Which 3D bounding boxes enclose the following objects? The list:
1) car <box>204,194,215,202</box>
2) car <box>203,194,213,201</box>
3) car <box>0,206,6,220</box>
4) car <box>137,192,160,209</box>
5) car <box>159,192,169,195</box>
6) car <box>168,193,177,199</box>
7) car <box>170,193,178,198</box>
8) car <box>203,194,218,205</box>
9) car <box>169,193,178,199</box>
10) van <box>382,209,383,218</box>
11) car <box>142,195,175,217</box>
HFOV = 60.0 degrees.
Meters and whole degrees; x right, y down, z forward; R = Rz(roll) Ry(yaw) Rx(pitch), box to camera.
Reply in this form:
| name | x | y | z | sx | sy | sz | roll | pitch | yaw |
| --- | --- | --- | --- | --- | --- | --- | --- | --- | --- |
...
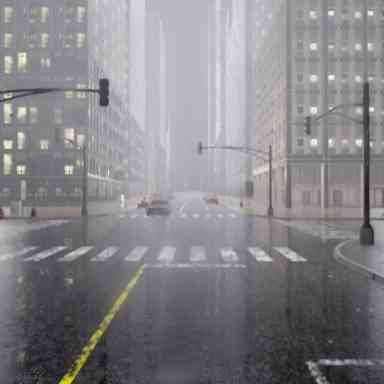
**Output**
| name | x | y | z | sx | sy | sz | roll | pitch | yaw |
| --- | --- | --- | --- | --- | --- | --- | --- | --- | --- |
| car | 3.218 | 1.125 | 62.510 | 1.752 | 1.417 | 4.829 | 1 | 0 | 0 |
| car | 3.262 | 1.131 | 67.917 | 1.947 | 1.339 | 4.313 | 1 | 0 | 0 |
| car | -16.291 | 1.341 | 24.713 | 4.097 | 1.590 | 1.967 | 0 | -1 | 1 |
| car | -5.347 | 1.184 | 40.042 | 1.967 | 1.590 | 4.097 | 1 | 0 | 0 |
| car | -5.252 | 0.988 | 51.191 | 2.192 | 1.841 | 5.009 | 1 | 0 | 0 |
| car | -4.980 | 1.011 | 84.642 | 2.008 | 1.369 | 4.403 | 1 | 0 | 0 |
| car | -4.934 | 0.970 | 90.216 | 1.887 | 1.381 | 4.507 | 1 | 0 | 0 |
| car | 3.123 | 1.254 | 51.185 | 1.802 | 1.307 | 4.206 | 1 | 0 | 0 |
| car | -5.026 | 1.041 | 79.067 | 1.887 | 1.381 | 4.507 | 1 | 0 | 0 |
| van | 16.182 | 1.294 | 24.372 | 3.998 | 1.788 | 1.690 | 0 | -1 | 1 |
| car | -2.764 | 1.334 | 28.753 | 1.882 | 1.535 | 5.008 | 0 | 1 | 0 |
